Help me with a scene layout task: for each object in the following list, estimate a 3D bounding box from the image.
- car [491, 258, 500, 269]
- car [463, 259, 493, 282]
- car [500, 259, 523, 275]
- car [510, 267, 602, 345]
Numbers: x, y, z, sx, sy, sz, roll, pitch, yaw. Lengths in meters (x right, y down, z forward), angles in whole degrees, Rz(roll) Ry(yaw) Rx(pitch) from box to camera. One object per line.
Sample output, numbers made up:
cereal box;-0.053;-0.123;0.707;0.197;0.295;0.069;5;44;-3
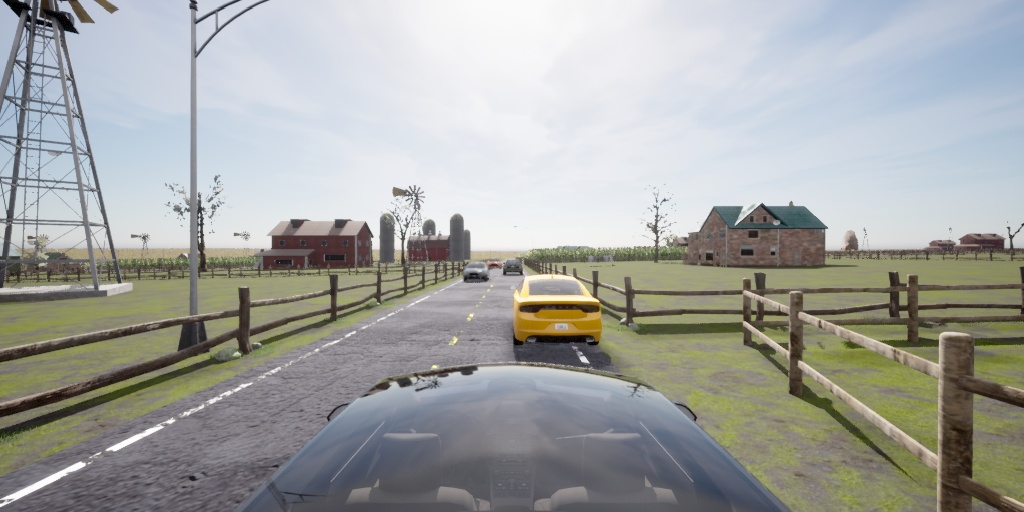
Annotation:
car;-2.700;1.123;56.340;2.097;1.767;4.553;0;0;0
car;-2.825;1.257;29.184;1.837;1.490;4.892;0;0;0
car;0.114;1.110;39.351;2.097;1.767;4.553;0;0;0
car;0.971;1.226;9.486;1.882;1.535;5.008;0;0;0
